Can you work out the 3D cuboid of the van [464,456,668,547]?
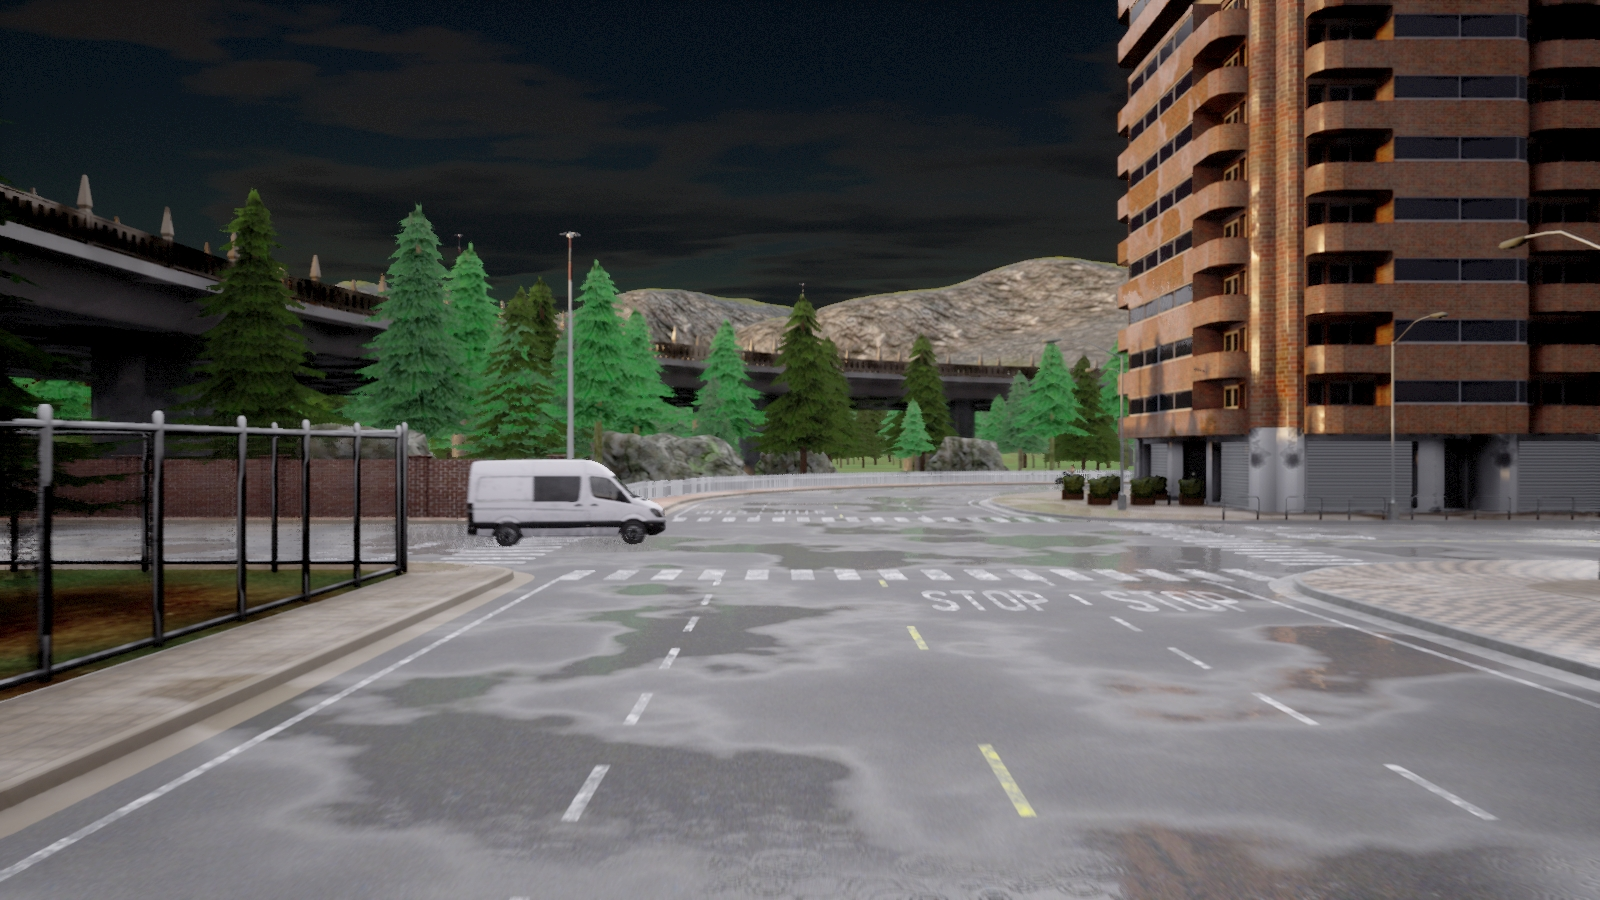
[{"bbox_3d":[-7.071,1.520,34.901,5.915,2.561,1.988,-1,0,-9],"label":"van"}]
